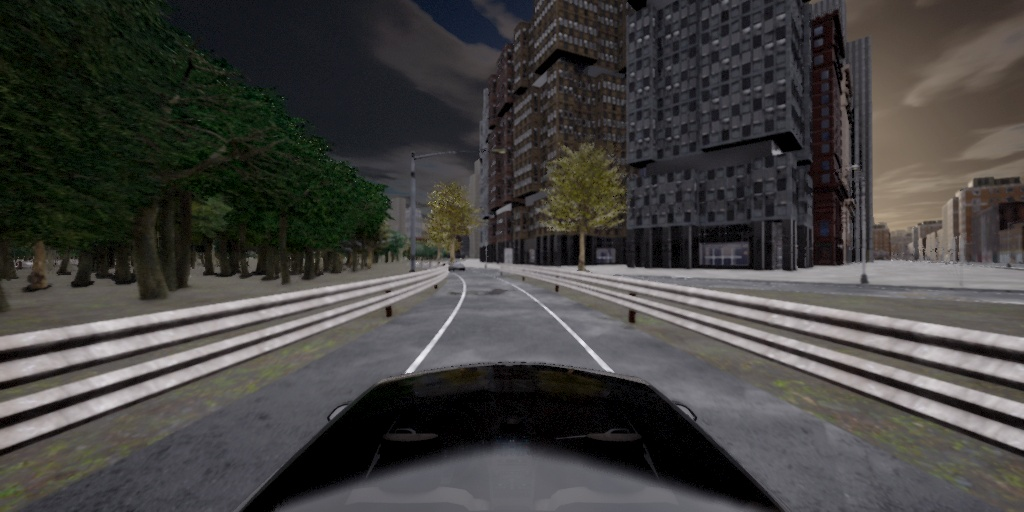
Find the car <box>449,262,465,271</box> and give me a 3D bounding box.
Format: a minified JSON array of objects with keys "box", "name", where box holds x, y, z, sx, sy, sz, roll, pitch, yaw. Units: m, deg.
[{"box":[-8.544,1.597,55.475,1.994,1.385,4.181,0,0,-20],"name":"car"}]
